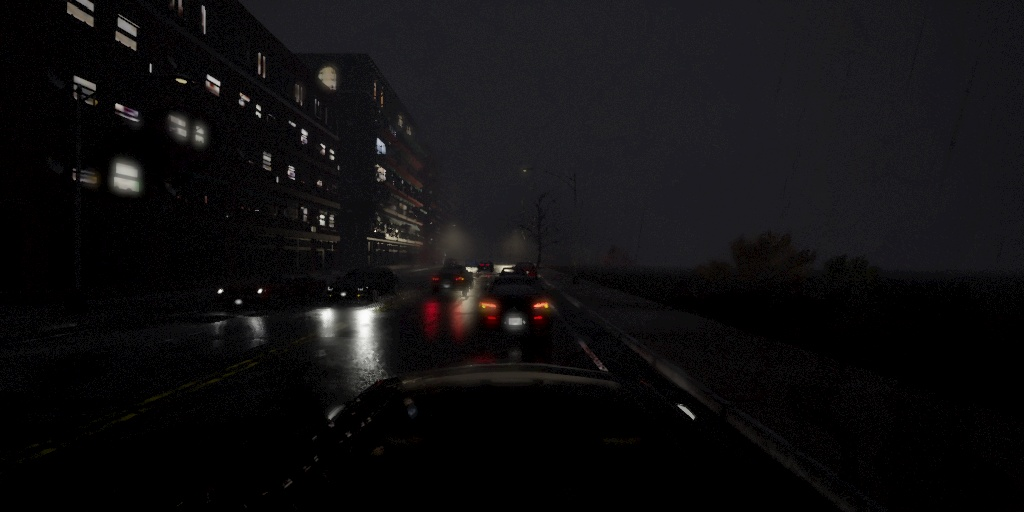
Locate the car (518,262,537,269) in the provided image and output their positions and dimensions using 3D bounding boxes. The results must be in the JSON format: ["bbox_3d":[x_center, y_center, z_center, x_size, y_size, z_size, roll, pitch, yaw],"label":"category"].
[{"bbox_3d":[1.061,1.232,29.899,1.882,1.535,5.008,0,0,0],"label":"car"}]

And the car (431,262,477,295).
[{"bbox_3d":[-3.200,1.278,19.845,1.812,1.442,4.674,0,0,0],"label":"car"}]

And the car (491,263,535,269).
[{"bbox_3d":[0.050,1.317,20.370,1.994,1.385,4.181,0,0,0],"label":"car"}]

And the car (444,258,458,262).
[{"bbox_3d":[-9.986,1.103,58.627,2.097,1.767,4.553,0,0,0],"label":"car"}]

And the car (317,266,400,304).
[{"bbox_3d":[-6.642,1.257,16.532,1.837,1.490,4.892,0,0,0],"label":"car"}]

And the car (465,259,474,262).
[{"bbox_3d":[-6.738,1.229,59.621,1.882,1.535,5.008,0,0,0],"label":"car"}]

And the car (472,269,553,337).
[{"bbox_3d":[0.069,1.277,10.203,1.812,1.442,4.674,0,0,0],"label":"car"}]

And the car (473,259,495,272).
[{"bbox_3d":[-3.267,1.243,45.113,2.128,1.511,4.902,0,0,0],"label":"car"}]

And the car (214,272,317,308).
[{"bbox_3d":[-9.886,1.353,15.173,1.895,1.301,4.718,0,0,0],"label":"car"}]
